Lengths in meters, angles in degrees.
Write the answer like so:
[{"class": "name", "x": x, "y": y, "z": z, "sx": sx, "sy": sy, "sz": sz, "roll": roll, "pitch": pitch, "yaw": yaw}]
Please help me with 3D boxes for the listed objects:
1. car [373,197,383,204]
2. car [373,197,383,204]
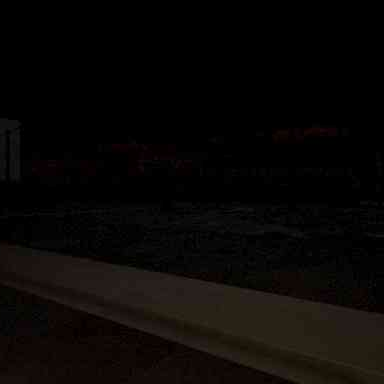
[{"class": "car", "x": 37.542, "y": 1.576, "z": 65.370, "sx": 1.853, "sy": 1.218, "sz": 4.536, "roll": 1, "pitch": 1, "yaw": 6}, {"class": "car", "x": 37.535, "y": 1.734, "z": 65.320, "sx": 2.038, "sy": 1.542, "sz": 4.974, "roll": 1, "pitch": 1, "yaw": 6}]
